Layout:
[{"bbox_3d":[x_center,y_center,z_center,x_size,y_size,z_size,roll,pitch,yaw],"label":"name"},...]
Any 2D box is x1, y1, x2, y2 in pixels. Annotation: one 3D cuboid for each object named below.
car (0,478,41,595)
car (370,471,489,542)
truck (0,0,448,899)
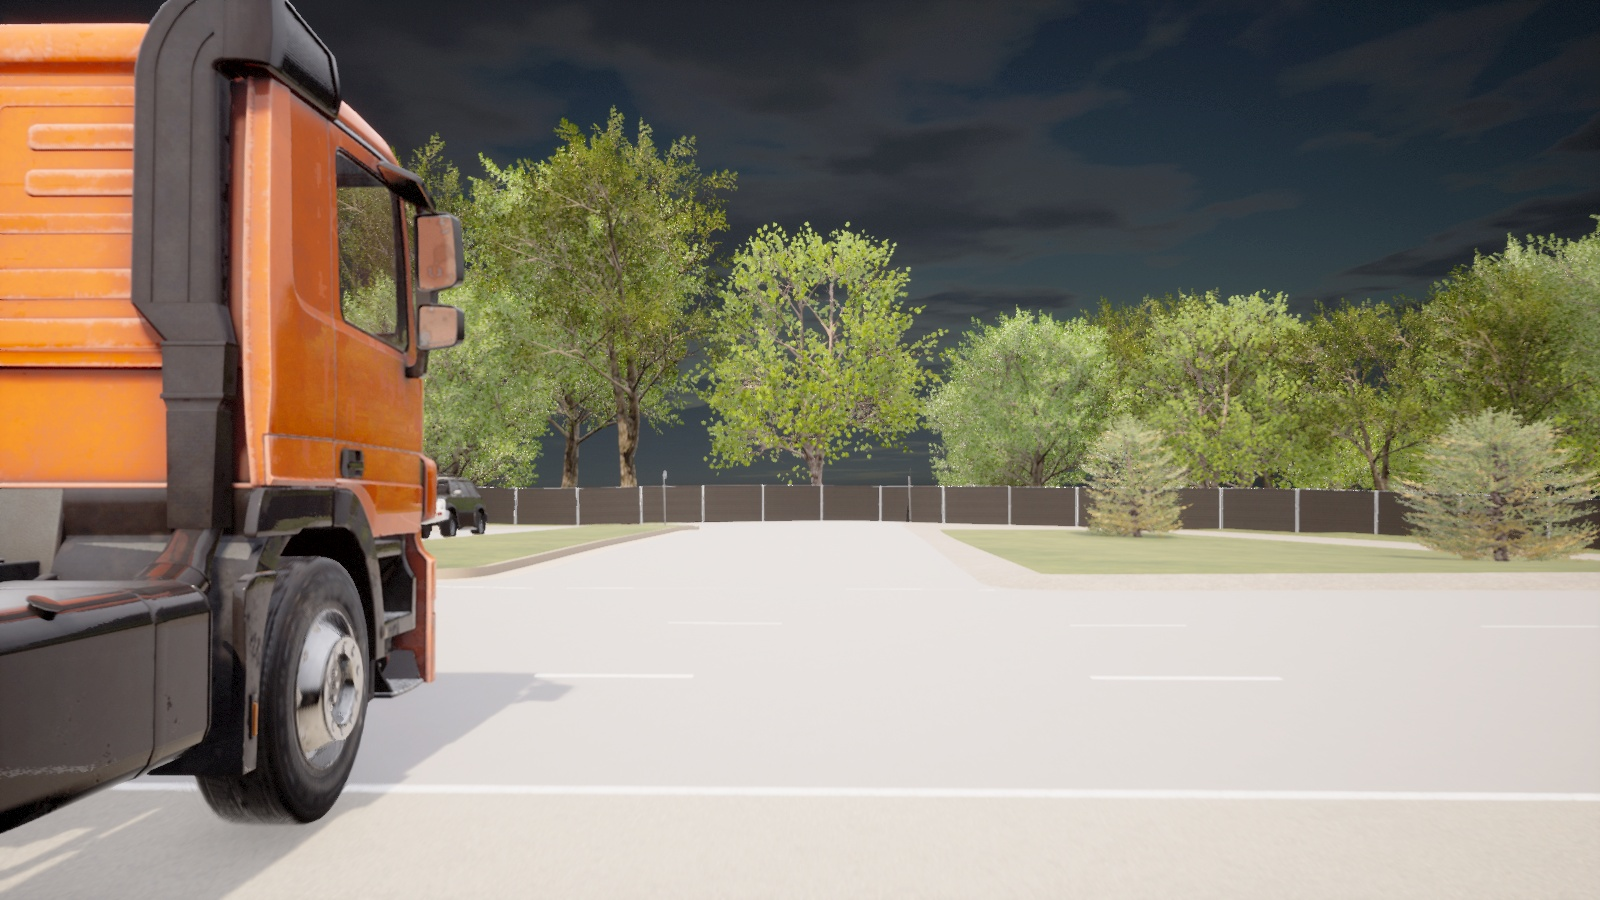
[{"bbox_3d":[-11.732,1.089,14.639,2.128,1.511,4.902,-1,-1,13],"label":"car"},{"bbox_3d":[-10.424,1.623,35.693,1.932,1.855,4.605,-1,-3,1],"label":"car"},{"bbox_3d":[-3.503,-0.179,3.211,2.891,3.462,7.936,0,-2,0],"label":"truck"}]
